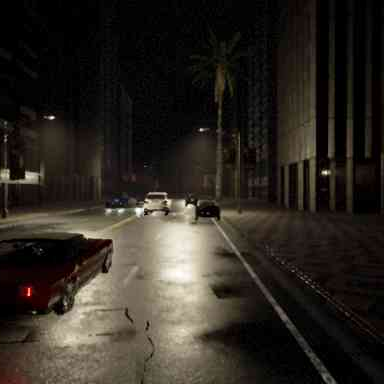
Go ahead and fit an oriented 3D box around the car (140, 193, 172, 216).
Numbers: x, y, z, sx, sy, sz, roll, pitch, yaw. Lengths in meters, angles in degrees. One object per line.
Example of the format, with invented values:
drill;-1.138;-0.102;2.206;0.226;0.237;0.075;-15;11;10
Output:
car;-3.132;1.074;31.122;2.150;2.045;5.566;0;0;0

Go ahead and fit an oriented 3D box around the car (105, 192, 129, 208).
car;-9.805;1.024;43.955;2.150;2.045;5.566;0;0;0

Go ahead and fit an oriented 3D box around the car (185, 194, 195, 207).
car;0.067;1.136;48.125;2.097;1.767;4.553;0;0;0

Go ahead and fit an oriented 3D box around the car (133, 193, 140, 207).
car;-6.552;1.286;45.539;2.128;1.511;4.902;0;0;0

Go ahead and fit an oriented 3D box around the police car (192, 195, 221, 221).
police car;1.154;1.299;26.317;1.930;1.638;5.238;0;0;0

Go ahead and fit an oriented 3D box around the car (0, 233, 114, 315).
car;-3.147;1.563;7.421;1.895;1.301;4.718;0;0;0

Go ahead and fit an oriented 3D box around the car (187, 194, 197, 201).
car;0.041;1.168;68.979;2.033;1.411;5.357;0;0;0
